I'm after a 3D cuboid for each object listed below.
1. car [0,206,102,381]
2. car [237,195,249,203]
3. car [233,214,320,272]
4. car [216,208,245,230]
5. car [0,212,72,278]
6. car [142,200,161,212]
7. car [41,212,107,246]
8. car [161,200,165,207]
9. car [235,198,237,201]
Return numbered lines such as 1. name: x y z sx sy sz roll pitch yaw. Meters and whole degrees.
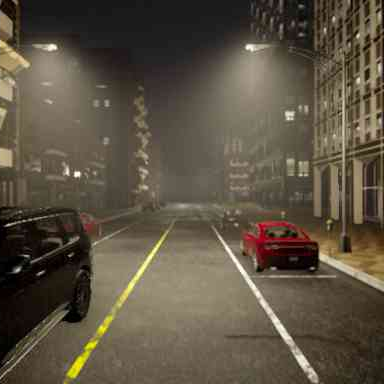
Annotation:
1. car: -3.007 1.264 4.451 2.150 2.045 5.566 0 0 0
2. car: 14.631 1.833 83.413 5.009 1.841 2.192 -1 1 -1
3. car: 2.681 1.647 10.984 1.887 1.381 4.507 0 -1 0
4. car: 2.672 1.759 22.281 2.008 1.369 4.403 0 -1 0
5. car: -5.699 1.544 10.979 1.967 1.590 4.097 0 -1 0
6. car: -5.725 1.978 44.868 2.008 1.369 4.403 0 -1 0
7. car: -5.704 1.739 16.626 1.802 1.307 4.206 0 -1 0
8. car: -5.729 2.034 50.516 2.008 1.369 4.403 0 -1 0
9. car: 14.491 1.902 91.791 5.009 1.841 2.192 -1 1 -1
